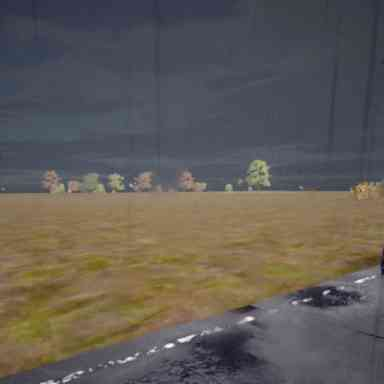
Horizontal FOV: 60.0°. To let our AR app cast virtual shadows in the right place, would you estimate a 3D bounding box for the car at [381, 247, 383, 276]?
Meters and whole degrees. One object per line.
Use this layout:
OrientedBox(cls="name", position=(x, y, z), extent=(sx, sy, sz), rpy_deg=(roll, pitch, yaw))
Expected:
OrientedBox(cls="car", position=(6.794, 1.307, 8.599), extent=(4.553, 1.767, 2.097), rpy_deg=(0, 0, -38))
